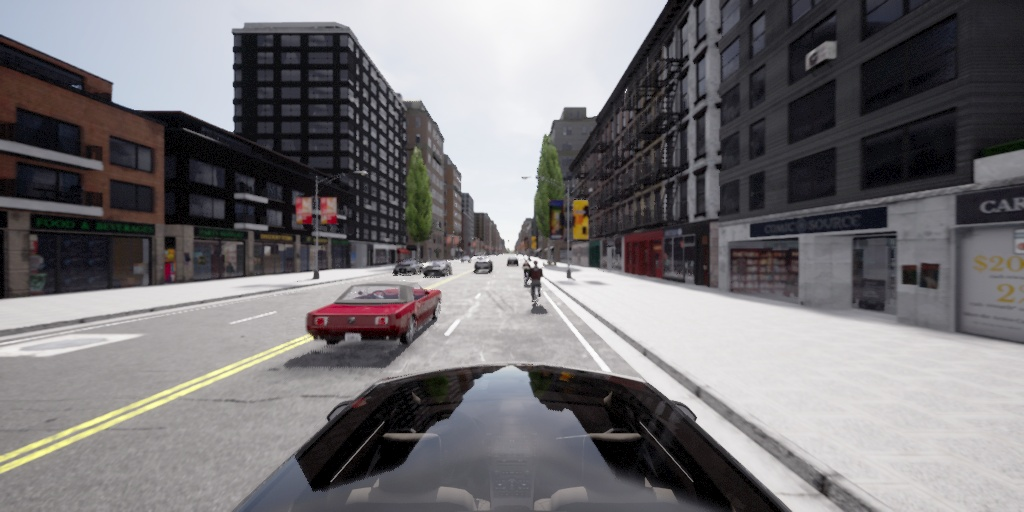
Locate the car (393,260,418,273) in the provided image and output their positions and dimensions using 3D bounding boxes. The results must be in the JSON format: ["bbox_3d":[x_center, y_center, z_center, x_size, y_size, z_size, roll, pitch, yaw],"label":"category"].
[{"bbox_3d":[-9.808,1.092,34.199,1.994,1.385,4.181,0,0,0],"label":"car"}]

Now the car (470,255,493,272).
[{"bbox_3d":[-3.108,0.975,40.020,2.128,1.511,4.902,0,0,0],"label":"car"}]

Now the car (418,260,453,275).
[{"bbox_3d":[-6.564,1.087,32.325,2.033,1.411,5.357,0,0,0],"label":"car"}]

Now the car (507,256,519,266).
[{"bbox_3d":[0.136,0.813,60.144,1.882,1.535,5.008,0,1,0],"label":"car"}]

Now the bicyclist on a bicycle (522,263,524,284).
[{"bbox_3d":[0.915,1.057,22.853,0.582,1.620,1.656,0,0,0],"label":"bicyclist on a bicycle"}]

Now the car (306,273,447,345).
[{"bbox_3d":[-3.144,1.300,9.322,1.895,1.301,4.718,0,0,0],"label":"car"}]

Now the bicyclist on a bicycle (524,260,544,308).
[{"bbox_3d":[0.907,1.038,13.742,0.659,1.776,1.843,0,1,0],"label":"bicyclist on a bicycle"}]
